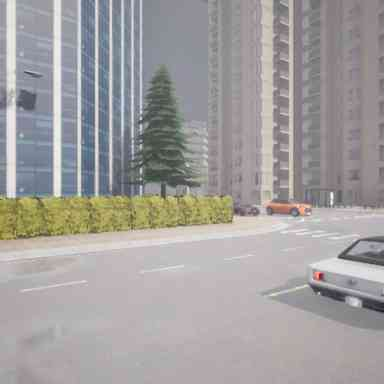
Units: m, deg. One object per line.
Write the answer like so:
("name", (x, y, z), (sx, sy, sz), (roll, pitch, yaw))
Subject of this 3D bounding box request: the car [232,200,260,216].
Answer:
("car", (4.716, 1.619, 32.855), (1.994, 1.385, 4.181), (0, 0, -35))

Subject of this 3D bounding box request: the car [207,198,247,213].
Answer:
("car", (4.113, 1.533, 39.767), (1.882, 1.535, 5.008), (0, 0, -35))

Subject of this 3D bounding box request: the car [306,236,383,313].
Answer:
("car", (4.597, 1.601, 7.005), (4.718, 1.301, 1.895), (0, 0, -35))

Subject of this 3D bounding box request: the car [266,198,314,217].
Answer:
("car", (9.436, 1.407, 32.246), (2.097, 1.767, 4.553), (0, 0, -35))
